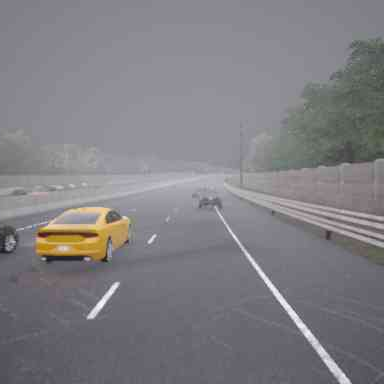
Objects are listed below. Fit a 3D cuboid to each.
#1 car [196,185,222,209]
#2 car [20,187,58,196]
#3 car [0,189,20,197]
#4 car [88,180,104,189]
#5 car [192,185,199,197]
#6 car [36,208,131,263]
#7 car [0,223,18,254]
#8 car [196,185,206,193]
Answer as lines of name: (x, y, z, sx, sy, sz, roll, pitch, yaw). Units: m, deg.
car: (1.647, 0.524, 30.686, 2.097, 1.767, 4.553, 0, 2, 2)
car: (-16.931, 0.272, 37.735, 2.097, 1.767, 4.553, 0, 2, 2)
car: (-20.449, 0.401, 37.558, 1.882, 1.535, 5.008, 0, 2, 2)
car: (-21.991, -1.735, 76.473, 2.150, 2.045, 5.566, 0, 3, 4)
car: (1.095, 0.064, 49.976, 1.994, 1.385, 4.181, 0, 2, 3)
car: (-3.334, 1.259, 11.178, 1.882, 1.535, 5.008, 0, 2, 1)
car: (-6.851, 1.329, 9.402, 1.837, 1.490, 4.892, 0, 2, 1)
car: (1.818, -0.638, 64.911, 1.812, 1.442, 4.674, 0, 3, 3)
